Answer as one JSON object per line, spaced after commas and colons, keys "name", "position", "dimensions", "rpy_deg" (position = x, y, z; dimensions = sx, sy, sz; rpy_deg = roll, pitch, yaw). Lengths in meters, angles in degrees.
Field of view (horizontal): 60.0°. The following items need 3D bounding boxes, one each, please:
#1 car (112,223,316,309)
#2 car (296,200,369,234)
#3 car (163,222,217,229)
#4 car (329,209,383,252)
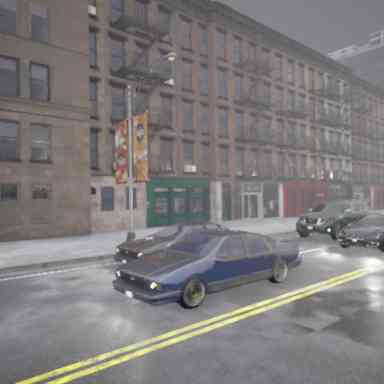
{"name": "car", "position": [0.743, 1.725, 8.570], "dimensions": [5.357, 1.411, 2.033], "rpy_deg": [0, -2, -40]}
{"name": "car", "position": [8.248, 1.509, 19.043], "dimensions": [5.566, 2.045, 2.150], "rpy_deg": [0, -2, -40]}
{"name": "car", "position": [-0.068, 1.811, 12.129], "dimensions": [5.357, 1.411, 2.033], "rpy_deg": [0, -2, -40]}
{"name": "car", "position": [8.395, 1.705, 14.934], "dimensions": [4.892, 1.490, 1.837], "rpy_deg": [0, -2, -40]}
